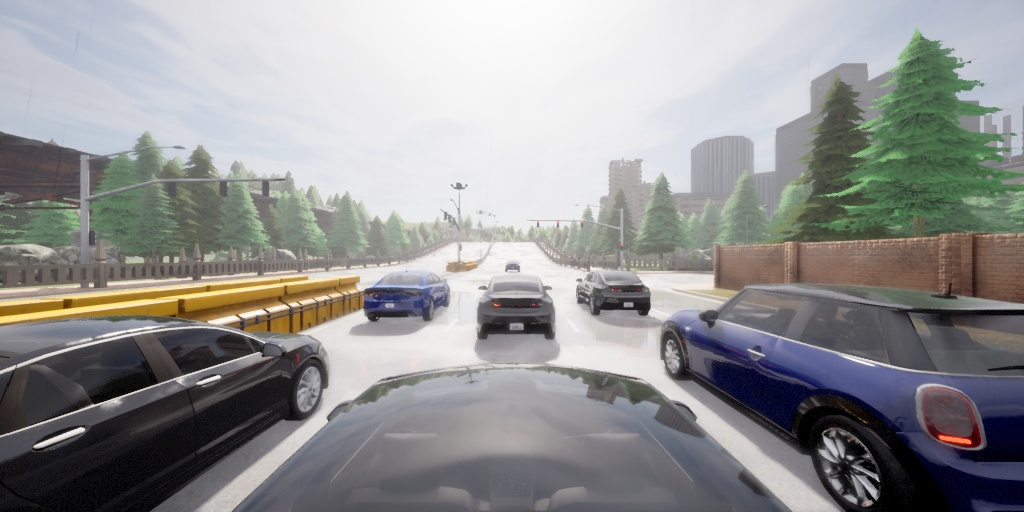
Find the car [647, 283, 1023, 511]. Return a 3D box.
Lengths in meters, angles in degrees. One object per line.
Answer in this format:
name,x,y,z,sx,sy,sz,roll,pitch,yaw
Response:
car,3.601,1.102,4.370,2.097,1.767,4.553,0,0,0

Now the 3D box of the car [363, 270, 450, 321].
car,-3.401,1.228,12.444,1.882,1.535,5.008,0,0,0

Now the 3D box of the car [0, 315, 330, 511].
car,-3.400,1.255,2.951,1.837,1.490,4.892,0,0,0

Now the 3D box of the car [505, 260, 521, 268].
car,0.081,1.276,46.228,1.812,1.442,4.674,0,0,0

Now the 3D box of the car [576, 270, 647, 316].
car,3.617,1.255,13.454,1.837,1.490,4.892,0,0,1

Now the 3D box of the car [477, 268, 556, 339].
car,0.098,1.255,10.021,1.837,1.490,4.892,0,0,0
